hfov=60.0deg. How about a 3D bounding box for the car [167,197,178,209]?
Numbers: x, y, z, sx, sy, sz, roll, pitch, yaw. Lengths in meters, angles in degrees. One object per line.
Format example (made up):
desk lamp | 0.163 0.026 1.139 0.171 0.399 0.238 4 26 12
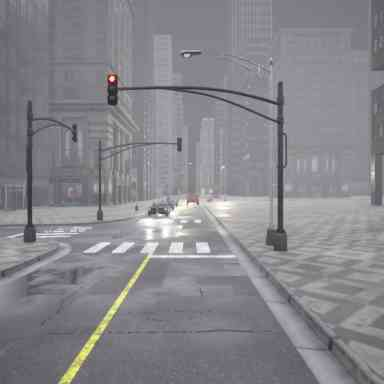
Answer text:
car | -3.084 1.603 41.281 1.895 1.301 4.718 0 0 0

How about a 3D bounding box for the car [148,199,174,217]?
car | -3.087 1.601 31.937 1.895 1.301 4.718 0 0 0

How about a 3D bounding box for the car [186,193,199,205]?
car | 0.126 1.234 59.011 2.150 2.045 5.566 0 0 0
